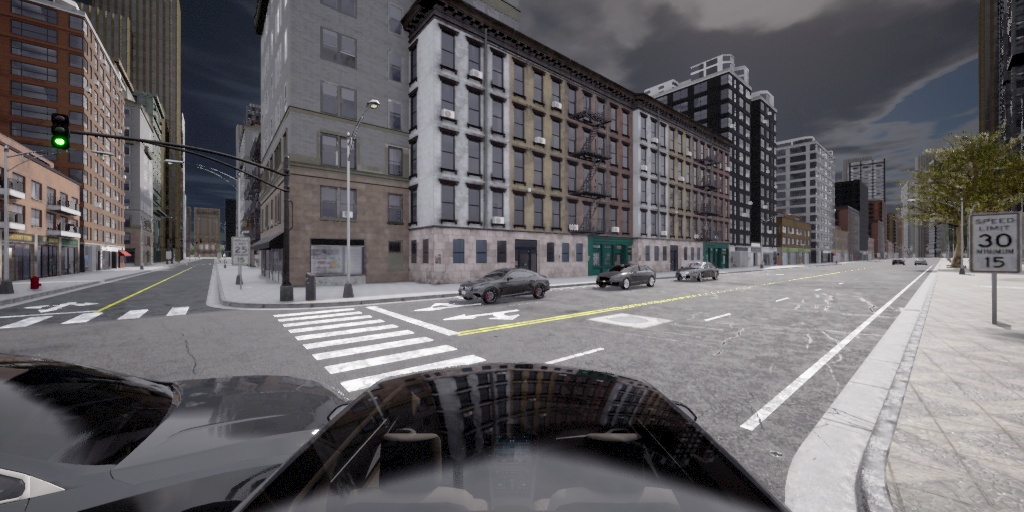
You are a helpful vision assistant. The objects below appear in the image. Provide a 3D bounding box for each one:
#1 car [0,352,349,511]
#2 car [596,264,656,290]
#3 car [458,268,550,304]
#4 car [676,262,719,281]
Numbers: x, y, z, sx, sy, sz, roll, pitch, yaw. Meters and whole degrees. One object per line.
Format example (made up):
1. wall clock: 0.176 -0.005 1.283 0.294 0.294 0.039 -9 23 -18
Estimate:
1. car: -3.244 1.257 1.600 4.892 1.490 1.837 0 0 -35
2. car: 7.362 1.256 22.932 4.892 1.490 1.837 0 0 -40
3. car: -0.250 1.285 16.611 4.674 1.442 1.812 0 0 -40
4. car: 15.290 1.233 29.503 4.902 1.511 2.128 0 0 -40
